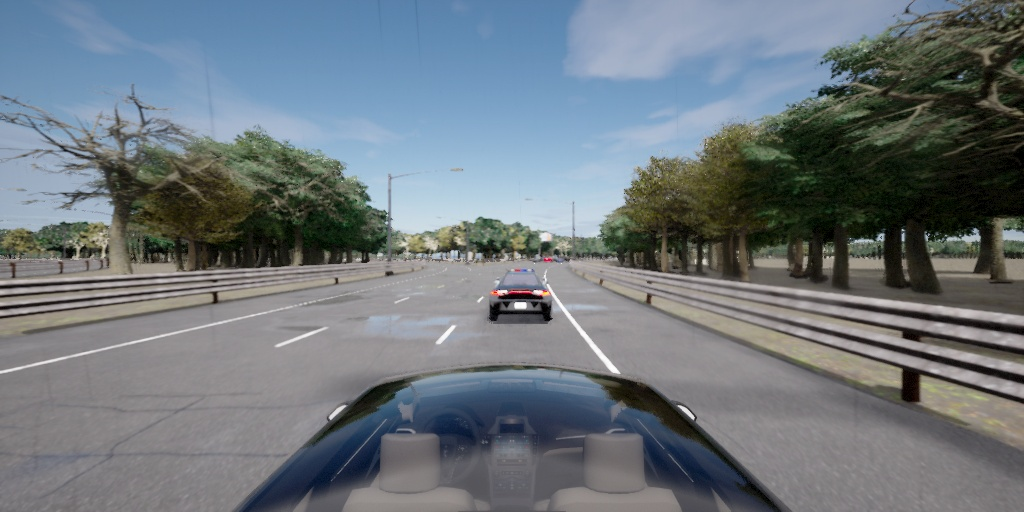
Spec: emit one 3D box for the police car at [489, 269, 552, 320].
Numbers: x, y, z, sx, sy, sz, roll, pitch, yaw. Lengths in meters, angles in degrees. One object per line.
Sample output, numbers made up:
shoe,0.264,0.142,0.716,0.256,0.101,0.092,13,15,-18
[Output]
police car,0.313,1.256,12.785,2.038,1.542,4.974,0,0,2
